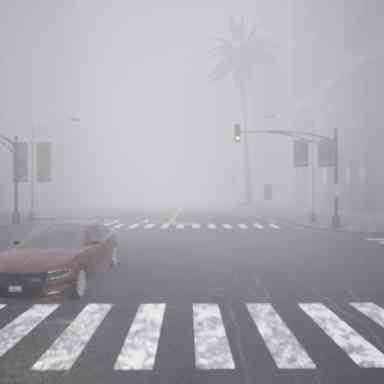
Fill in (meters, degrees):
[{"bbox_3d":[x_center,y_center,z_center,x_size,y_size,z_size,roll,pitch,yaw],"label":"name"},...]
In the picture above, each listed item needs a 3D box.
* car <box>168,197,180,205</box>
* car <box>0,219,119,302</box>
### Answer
[{"bbox_3d":[-3.286,1.729,61.627,1.812,1.442,4.674,0,1,0],"label":"car"},{"bbox_3d":[-3.255,1.520,8.624,1.882,1.535,5.008,0,0,0],"label":"car"}]
